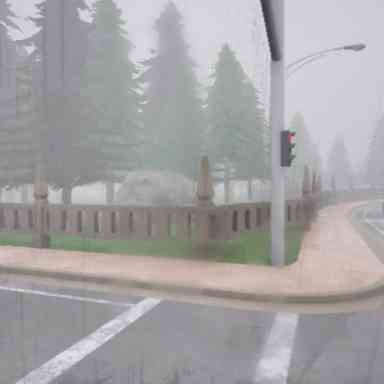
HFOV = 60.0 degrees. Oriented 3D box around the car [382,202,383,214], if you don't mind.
[{"bbox_3d":[13.387,0.866,21.314,1.994,1.385,4.181,0,2,27],"label":"car"}]
